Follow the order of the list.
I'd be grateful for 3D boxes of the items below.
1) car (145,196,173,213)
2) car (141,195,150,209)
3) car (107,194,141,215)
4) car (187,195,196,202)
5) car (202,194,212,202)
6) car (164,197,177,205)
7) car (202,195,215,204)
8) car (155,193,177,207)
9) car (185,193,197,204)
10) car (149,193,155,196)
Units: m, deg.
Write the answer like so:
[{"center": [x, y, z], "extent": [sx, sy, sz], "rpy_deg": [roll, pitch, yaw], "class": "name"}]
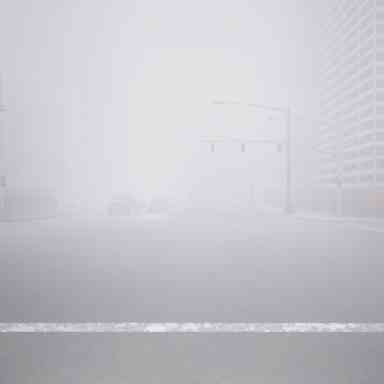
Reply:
[{"center": [-3.681, 1.490, 37.513], "extent": [2.128, 1.511, 4.902], "rpy_deg": [0, 0, 0], "class": "car"}, {"center": [-7.200, 1.546, 46.566], "extent": [2.033, 1.411, 5.357], "rpy_deg": [0, 0, 0], "class": "car"}, {"center": [-7.157, 1.220, 34.590], "extent": [2.150, 2.045, 5.566], "rpy_deg": [0, 0, 2], "class": "car"}, {"center": [-0.160, 1.379, 74.481], "extent": [1.994, 1.385, 4.181], "rpy_deg": [0, 0, 0], "class": "car"}, {"center": [3.343, 1.352, 74.633], "extent": [2.097, 1.767, 4.553], "rpy_deg": [0, 0, 0], "class": "car"}, {"center": [-3.703, 1.561, 58.645], "extent": [1.994, 1.385, 4.181], "rpy_deg": [0, 0, 0], "class": "car"}, {"center": [3.457, 1.523, 64.730], "extent": [1.812, 1.442, 4.674], "rpy_deg": [0, 0, 0], "class": "car"}, {"center": [-3.699, 1.350, 47.729], "extent": [2.097, 1.767, 4.553], "rpy_deg": [0, 0, 0], "class": "car"}, {"center": [-0.137, 1.219, 63.810], "extent": [2.150, 2.045, 5.566], "rpy_deg": [0, 0, 0], "class": "car"}, {"center": [-7.151, 1.215, 68.298], "extent": [2.150, 2.045, 5.566], "rpy_deg": [0, 0, 0], "class": "car"}]
